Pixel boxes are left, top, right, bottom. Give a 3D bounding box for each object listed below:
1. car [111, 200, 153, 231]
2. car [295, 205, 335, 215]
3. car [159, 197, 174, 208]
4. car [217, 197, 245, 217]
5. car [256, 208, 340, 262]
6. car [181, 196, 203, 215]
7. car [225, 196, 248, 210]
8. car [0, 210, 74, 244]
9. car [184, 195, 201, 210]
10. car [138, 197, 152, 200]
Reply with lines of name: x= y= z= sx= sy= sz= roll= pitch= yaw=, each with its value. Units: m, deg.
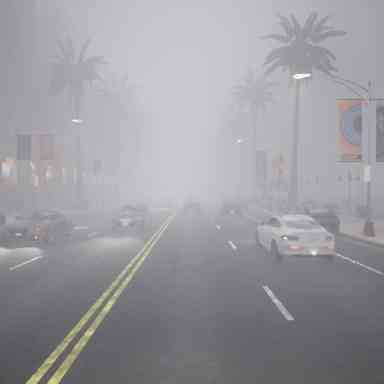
car: x=-3.657 y=1.490 z=20.673 sx=2.128 sy=1.511 sz=4.902 roll=0 pitch=0 yaw=0
car: x=6.536 y=1.478 z=18.593 sx=2.231 sy=1.521 sz=4.892 roll=0 pitch=0 yaw=0
car: x=-3.719 y=1.485 z=49.194 sx=2.128 sy=1.511 sz=4.902 roll=0 pitch=0 yaw=0
car: x=3.513 y=1.500 z=31.397 sx=1.837 sy=1.490 sz=4.892 roll=0 pitch=0 yaw=0
car: x=3.559 y=1.524 z=12.028 sx=1.812 sy=1.442 sz=4.674 roll=0 pitch=0 yaw=0
car: x=0.002 y=1.500 z=34.298 sx=1.837 sy=1.490 sz=4.892 roll=0 pitch=0 yaw=0
car: x=6.464 y=1.348 z=47.968 sx=2.185 sy=1.767 sz=4.553 roll=0 pitch=0 yaw=0
car: x=-7.142 y=1.562 z=15.662 sx=1.994 sy=1.385 sz=4.181 roll=0 pitch=0 yaw=0
car: x=-0.019 y=1.346 z=44.297 sx=2.097 sy=1.767 sz=4.553 roll=0 pitch=0 yaw=-1
car: x=-7.214 y=1.499 z=51.965 sx=1.837 sy=1.490 sz=4.892 roll=0 pitch=0 yaw=0
